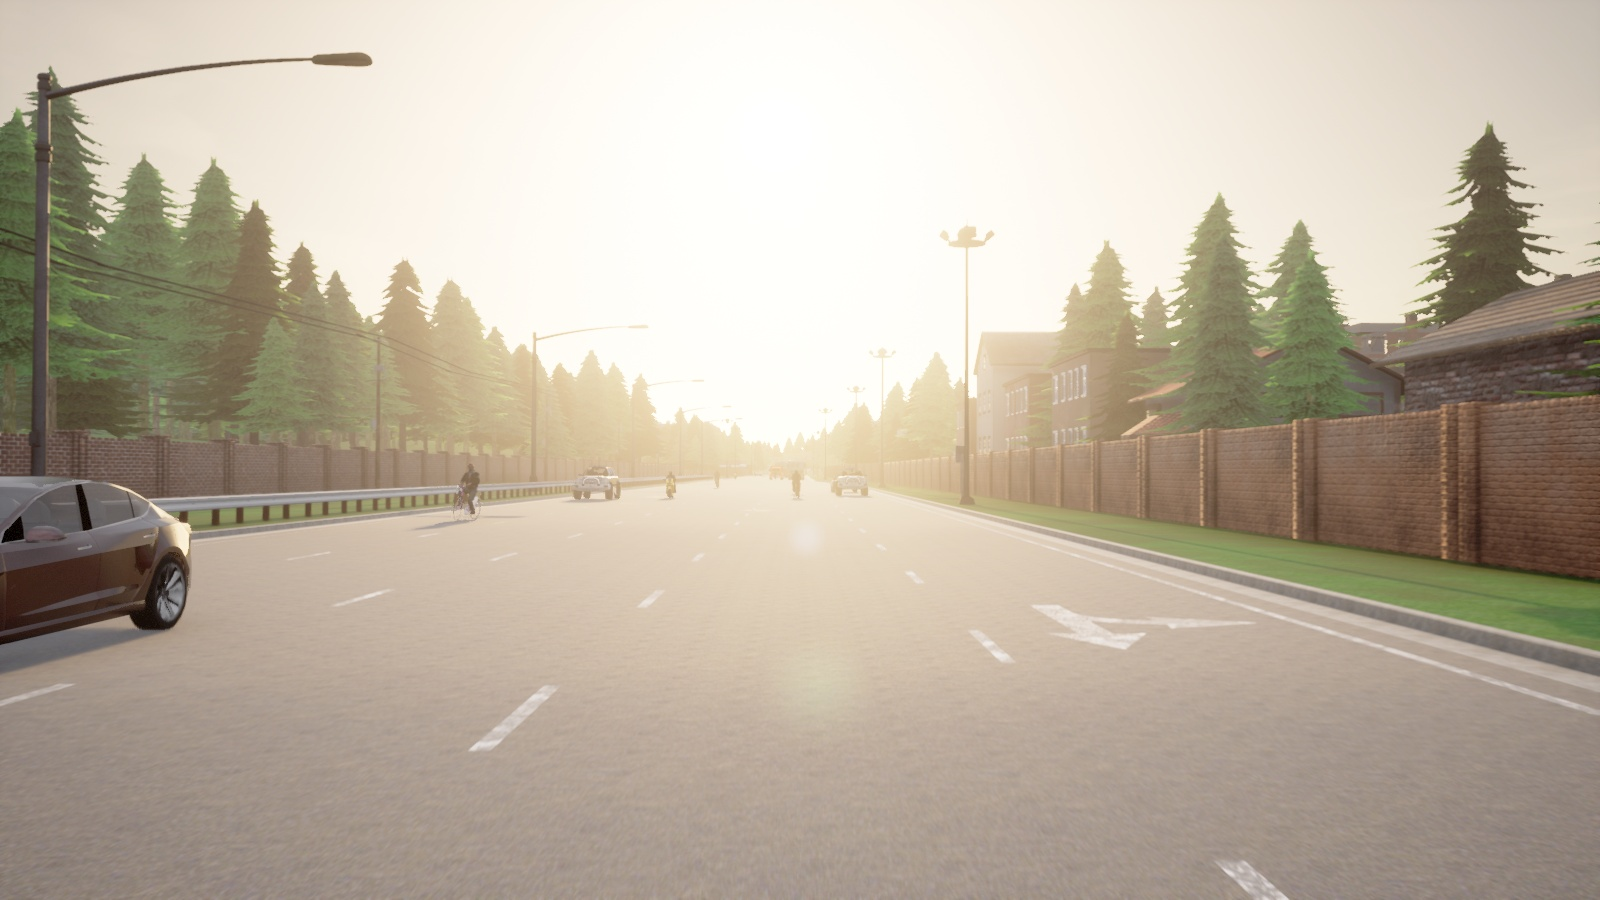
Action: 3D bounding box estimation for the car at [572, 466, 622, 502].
[{"bbox_3d":[-10.682,1.779,66.451,1.932,1.855,4.605,0,-1,0],"label":"car"}]

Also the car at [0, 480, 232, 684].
[{"bbox_3d":[-7.030,1.021,10.754,2.163,1.488,4.792,0,-1,0],"label":"car"}]

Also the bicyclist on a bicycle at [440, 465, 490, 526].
[{"bbox_3d":[-10.141,1.359,38.082,0.659,1.776,1.843,2,-1,11],"label":"bicyclist on a bicycle"}]

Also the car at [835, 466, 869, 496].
[{"bbox_3d":[3.283,1.939,79.429,1.932,1.855,4.605,0,-1,0],"label":"car"}]
